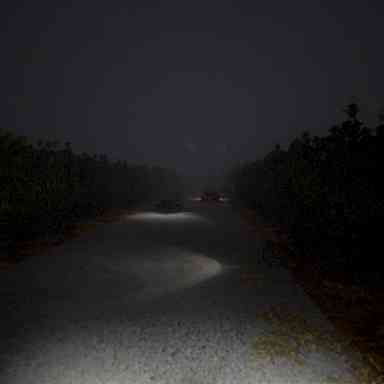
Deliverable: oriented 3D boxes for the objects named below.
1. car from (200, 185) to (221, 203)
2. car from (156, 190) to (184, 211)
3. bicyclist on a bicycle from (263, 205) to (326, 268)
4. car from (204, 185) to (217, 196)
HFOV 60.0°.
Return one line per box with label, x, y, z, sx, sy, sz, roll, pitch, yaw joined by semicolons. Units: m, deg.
car;1.951;0.320;35.441;1.812;1.442;4.674;1;3;4
car;-1.692;0.633;26.996;1.882;1.535;5.008;1;2;3
bicyclist on a bicycle;2.647;1.161;8.738;1.656;1.620;0.582;-5;1;3
car;2.742;-0.327;49.661;1.882;1.535;5.008;1;1;4
